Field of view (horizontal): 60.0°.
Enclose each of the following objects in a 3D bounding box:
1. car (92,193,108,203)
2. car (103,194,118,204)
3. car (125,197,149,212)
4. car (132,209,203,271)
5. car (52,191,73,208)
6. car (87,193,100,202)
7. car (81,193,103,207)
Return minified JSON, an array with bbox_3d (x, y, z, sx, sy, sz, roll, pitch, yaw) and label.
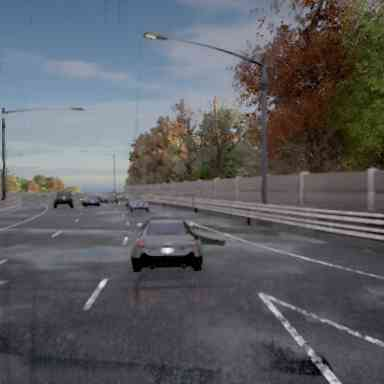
[{"bbox_3d":[-15.725,0.989,56.710,1.882,1.535,5.008,0,1,-25],"label":"car"},{"bbox_3d":[-12.486,1.055,50.104,2.128,1.511,4.902,0,1,-26],"label":"car"},{"bbox_3d":[-5.572,1.246,33.438,2.033,1.411,5.357,0,1,-18],"label":"car"},{"bbox_3d":[-0.824,1.465,10.635,1.994,1.385,4.181,0,1,-6],"label":"car"},{"bbox_3d":[-16.269,0.876,41.926,2.150,2.045,5.566,0,1,-24],"label":"car"},{"bbox_3d":[-18.722,0.974,63.210,1.837,1.490,4.892,0,1,-22],"label":"car"},{"bbox_3d":[-13.544,1.187,44.276,1.994,1.385,4.181,0,1,-24],"label":"car"}]
